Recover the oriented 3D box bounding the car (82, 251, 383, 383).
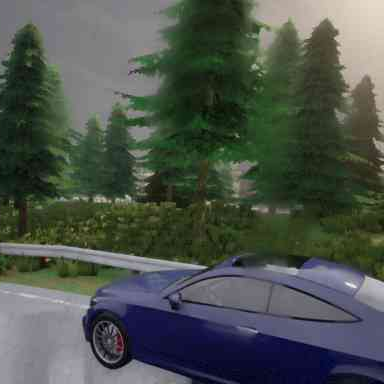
[{"bbox_3d":[0.743,1.499,4.106,4.674,1.442,1.812,1,1,31],"label":"car"}]
